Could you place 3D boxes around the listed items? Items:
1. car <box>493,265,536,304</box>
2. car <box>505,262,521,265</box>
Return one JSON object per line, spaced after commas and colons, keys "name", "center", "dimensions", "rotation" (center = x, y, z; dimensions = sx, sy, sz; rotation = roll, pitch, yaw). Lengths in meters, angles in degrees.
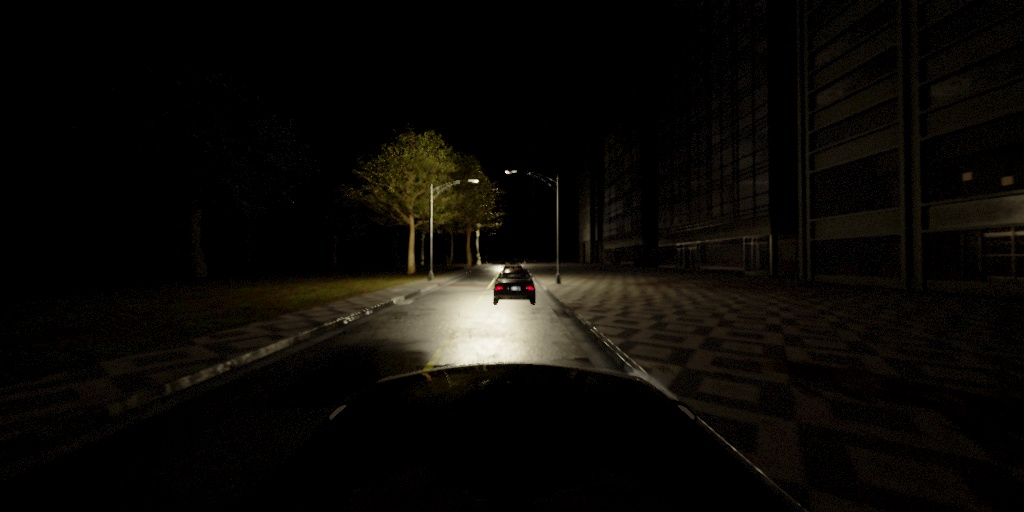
{"name": "car", "center": [0.098, 1.318, 16.473], "dimensions": [2.033, 1.411, 5.357], "rotation": [0, 0, 0]}
{"name": "car", "center": [0.096, 1.294, 34.204], "dimensions": [1.837, 1.490, 4.892], "rotation": [0, 0, 0]}
